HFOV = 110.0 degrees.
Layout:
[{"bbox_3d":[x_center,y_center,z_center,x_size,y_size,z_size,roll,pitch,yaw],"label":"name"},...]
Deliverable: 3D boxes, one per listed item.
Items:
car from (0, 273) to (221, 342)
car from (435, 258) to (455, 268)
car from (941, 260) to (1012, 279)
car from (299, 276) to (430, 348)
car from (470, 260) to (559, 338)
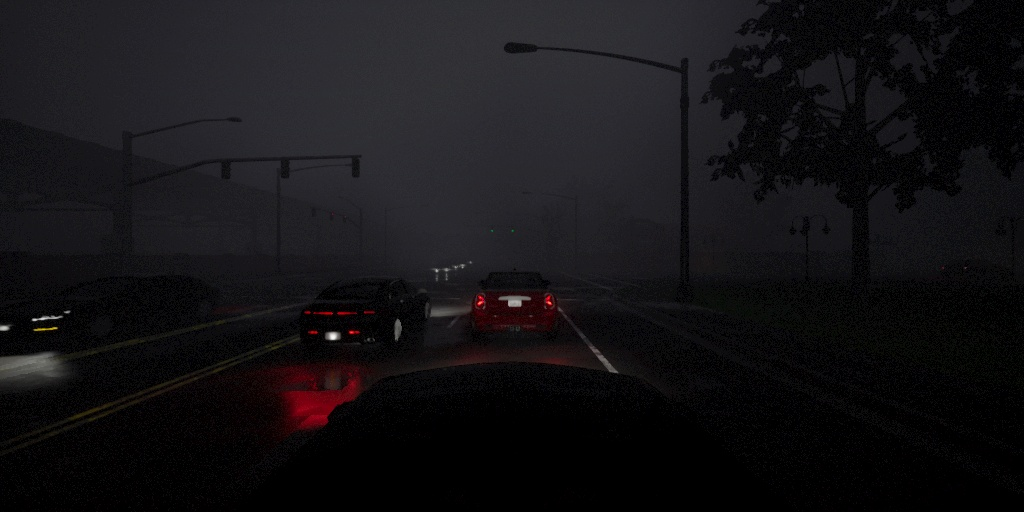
[{"bbox_3d":[-10.611,1.258,9.916,1.837,1.490,4.892,0,0,0],"label":"car"},{"bbox_3d":[-10.647,1.175,56.359,1.812,1.442,4.674,0,1,-1],"label":"car"},{"bbox_3d":[41.232,1.114,31.866,4.553,1.767,2.097,0,0,-3],"label":"car"},{"bbox_3d":[-3.427,1.259,9.234,1.837,1.490,4.892,0,0,-1],"label":"car"},{"bbox_3d":[0.069,1.105,10.309,2.097,1.767,4.553,0,0,0],"label":"car"}]
